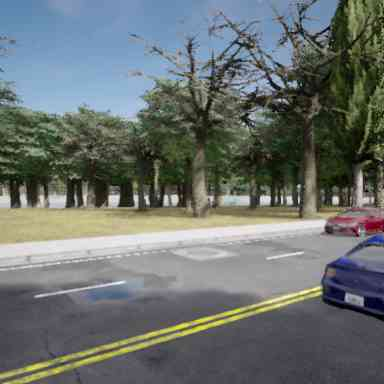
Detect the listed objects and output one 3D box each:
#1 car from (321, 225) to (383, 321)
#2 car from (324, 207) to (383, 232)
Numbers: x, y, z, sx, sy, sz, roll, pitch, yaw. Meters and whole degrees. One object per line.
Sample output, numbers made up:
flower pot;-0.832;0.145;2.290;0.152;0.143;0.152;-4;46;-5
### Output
car;4.452;1.550;6.617;4.674;1.442;1.812;0;0;-35
car;9.227;1.592;18.247;4.674;1.442;1.812;0;0;-35
